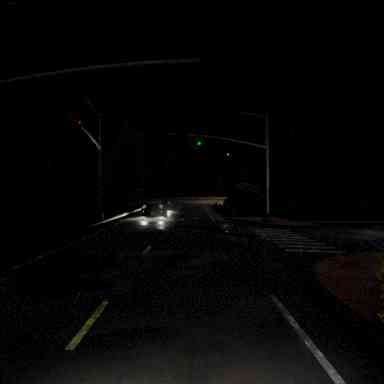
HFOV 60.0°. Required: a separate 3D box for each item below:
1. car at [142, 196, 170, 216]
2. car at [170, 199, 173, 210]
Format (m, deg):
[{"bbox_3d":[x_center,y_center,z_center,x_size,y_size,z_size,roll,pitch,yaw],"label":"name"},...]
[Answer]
[{"bbox_3d":[-3.624,1.361,32.629,2.097,1.767,4.553,0,0,0],"label":"car"},{"bbox_3d":[-3.608,1.364,42.392,2.097,1.767,4.553,0,0,0],"label":"car"}]
